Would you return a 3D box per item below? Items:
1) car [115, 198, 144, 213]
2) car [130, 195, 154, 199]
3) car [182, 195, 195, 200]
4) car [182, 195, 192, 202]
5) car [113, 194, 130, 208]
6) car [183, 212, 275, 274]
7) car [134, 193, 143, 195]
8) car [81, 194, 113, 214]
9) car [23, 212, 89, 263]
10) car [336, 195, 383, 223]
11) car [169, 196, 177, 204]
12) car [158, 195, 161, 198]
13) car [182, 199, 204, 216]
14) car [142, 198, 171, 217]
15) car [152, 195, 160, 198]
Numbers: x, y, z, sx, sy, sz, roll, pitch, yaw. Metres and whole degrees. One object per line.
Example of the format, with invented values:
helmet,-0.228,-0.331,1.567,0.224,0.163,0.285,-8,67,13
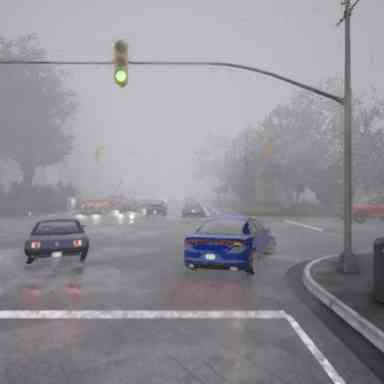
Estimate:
car,-7.095,1.665,38.325,1.994,1.385,4.181,0,0,0
car,-7.067,1.593,47.135,1.882,1.535,5.008,0,0,0
car,-0.532,1.434,69.306,2.097,1.767,4.553,0,0,-4
car,-1.288,1.539,79.231,1.837,1.490,4.892,0,0,-7
car,-10.564,1.337,46.297,2.150,2.045,5.566,0,0,0
car,1.392,1.506,10.851,1.882,1.535,5.008,-1,0,22
car,-10.926,1.306,67.093,2.150,2.045,5.566,0,0,-3
car,-10.621,1.449,36.712,2.097,1.767,4.553,0,0,1
car,-4.954,1.634,12.288,1.895,1.301,4.718,0,0,-21
car,14.115,1.290,25.756,5.566,2.045,2.150,0,0,-6
car,-3.994,1.626,68.482,2.033,1.411,5.357,0,0,-4
car,-7.437,1.437,67.396,2.097,1.767,4.553,0,0,-3
car,0.098,1.647,31.437,1.994,1.385,4.181,0,0,0
car,-3.403,1.592,32.966,1.837,1.490,4.892,0,0,0
car,-7.103,1.713,57.159,1.895,1.301,4.718,0,0,-1
